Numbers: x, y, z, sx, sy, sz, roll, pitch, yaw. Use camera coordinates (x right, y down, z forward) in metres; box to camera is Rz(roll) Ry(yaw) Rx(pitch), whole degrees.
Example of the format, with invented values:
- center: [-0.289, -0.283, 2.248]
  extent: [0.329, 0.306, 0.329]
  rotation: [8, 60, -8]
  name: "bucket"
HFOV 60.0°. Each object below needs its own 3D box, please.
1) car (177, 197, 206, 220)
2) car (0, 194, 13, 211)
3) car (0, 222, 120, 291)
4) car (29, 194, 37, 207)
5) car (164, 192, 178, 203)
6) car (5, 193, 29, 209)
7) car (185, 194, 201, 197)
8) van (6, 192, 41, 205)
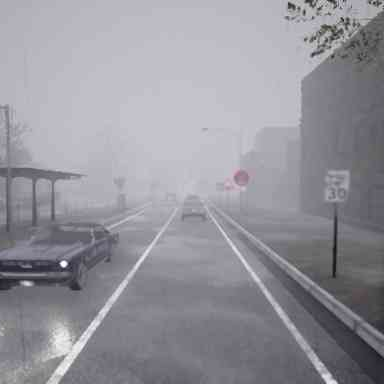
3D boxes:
- center: [0.108, 1.337, 25.932]
  extent: [2.033, 1.411, 5.357]
  rotation: [0, 1, 0]
  name: "car"
- center: [-22.130, 1.293, 34.996]
  extent: [4.792, 1.488, 2.163]
  rotation: [0, 0, 0]
  name: "car"
- center: [-3.347, 1.543, 8.957]
  extent: [1.895, 1.301, 4.718]
  rotation: [0, 0, 0]
  name: "car"
- center: [-22.136, 1.260, 40.548]
  extent: [4.792, 1.488, 2.163]
  rotation: [0, 0, 0]
  name: "car"
- center: [-3.233, 0.804, 51.741]
  extent: [2.128, 1.511, 4.902]
  rotation: [0, 1, 0]
  name: "car"
- center: [-21.918, 1.244, 37.771]
  extent: [5.366, 1.575, 1.946]
  rotation: [0, 0, 0]
  name: "car"
- center: [0.114, 0.950, 41.252]
  extent: [1.994, 1.385, 4.181]
  rotation: [0, 7, 0]
  name: "car"
- center: [-21.993, 0.989, 43.320]
  extent: [4.442, 1.987, 1.878]
  rotation: [0, 0, 0]
  name: "van"
